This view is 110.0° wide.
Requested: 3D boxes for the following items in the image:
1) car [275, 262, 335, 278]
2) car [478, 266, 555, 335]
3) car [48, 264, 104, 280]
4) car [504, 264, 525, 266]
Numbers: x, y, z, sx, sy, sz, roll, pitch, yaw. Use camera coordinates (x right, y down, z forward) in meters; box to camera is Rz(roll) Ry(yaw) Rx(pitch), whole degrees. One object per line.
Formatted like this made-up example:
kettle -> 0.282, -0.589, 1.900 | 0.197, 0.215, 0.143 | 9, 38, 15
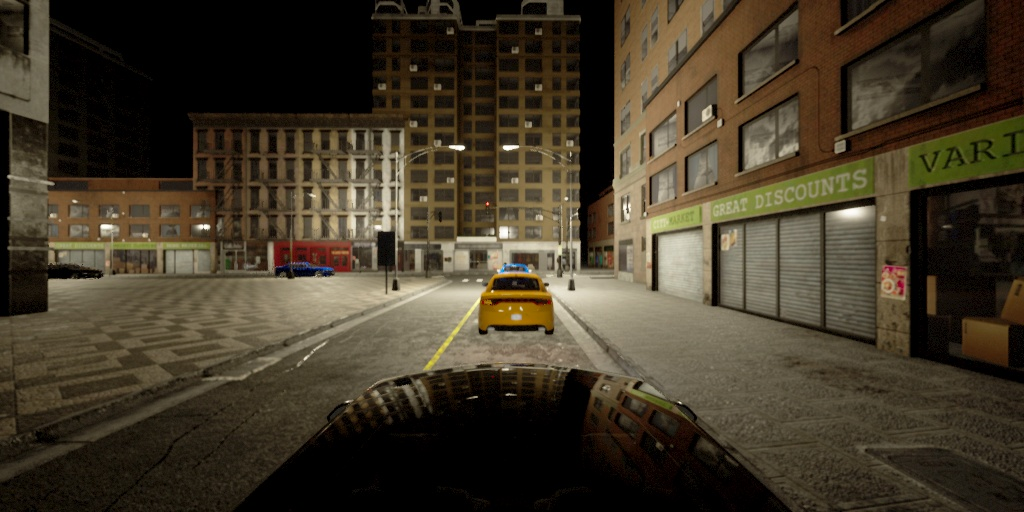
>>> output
car -> -19.080, 1.333, 33.159 | 5.008, 1.535, 1.882 | 0, 0, -1
car -> 0.114, 1.221, 10.534 | 1.882, 1.535, 5.008 | 0, 0, 0
car -> -40.698, 1.472, 32.947 | 5.008, 1.535, 1.882 | 0, 0, 0
car -> 0.138, 1.209, 20.719 | 1.882, 1.535, 5.008 | 0, 0, 0
